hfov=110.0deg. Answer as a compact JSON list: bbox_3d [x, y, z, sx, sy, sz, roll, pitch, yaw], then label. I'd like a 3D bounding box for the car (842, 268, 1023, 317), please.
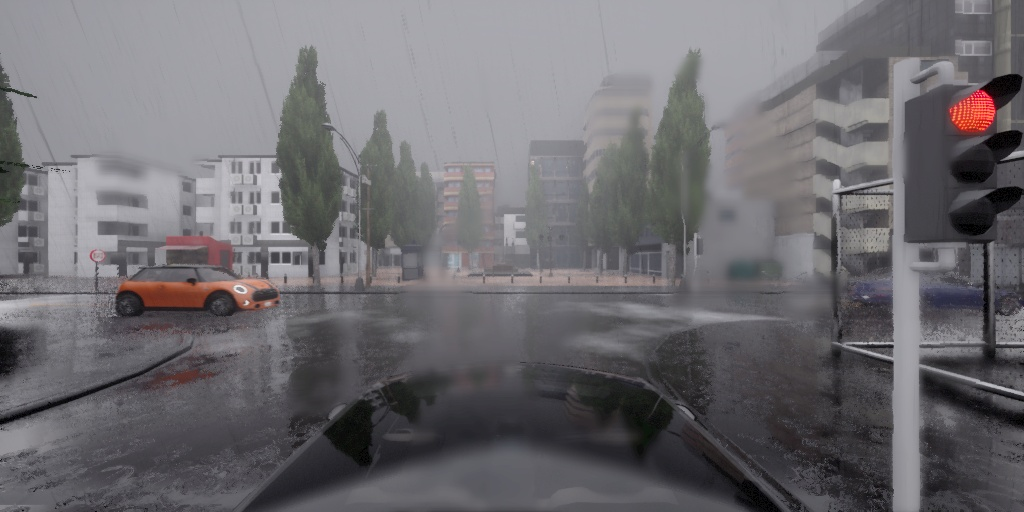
[{"bbox_3d":[14.784,1.276,12.662,4.674,1.442,1.812,0,0,0],"label":"car"}]

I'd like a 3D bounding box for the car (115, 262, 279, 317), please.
[{"bbox_3d":[-10.839,1.102,12.621,4.553,1.767,2.097,0,0,0],"label":"car"}]
